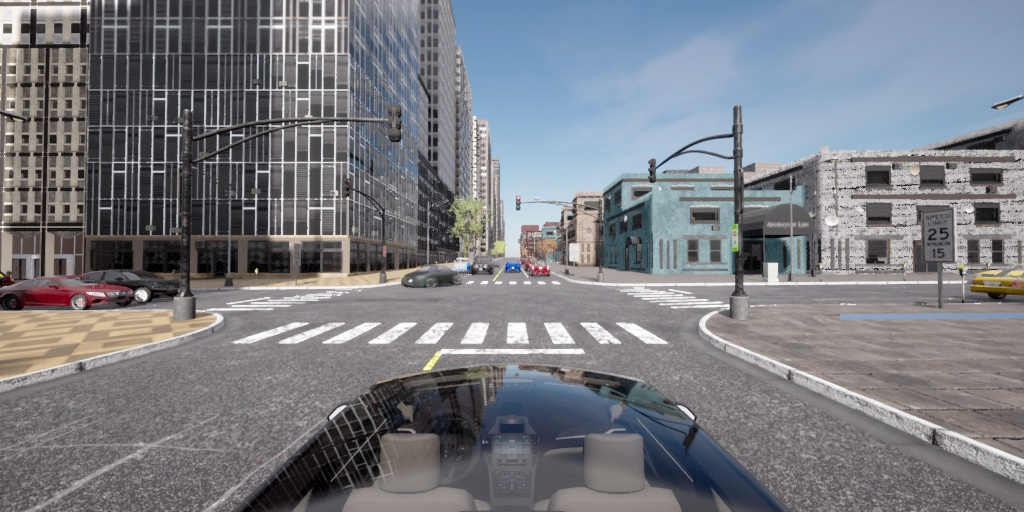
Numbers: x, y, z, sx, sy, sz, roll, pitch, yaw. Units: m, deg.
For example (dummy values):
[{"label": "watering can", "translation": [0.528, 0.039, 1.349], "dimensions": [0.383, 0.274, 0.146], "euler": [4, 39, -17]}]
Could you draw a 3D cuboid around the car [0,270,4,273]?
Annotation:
[{"label": "car", "translation": [-23.098, 1.325, 14.125], "dimensions": [4.097, 1.591, 1.967], "euler": [0, 0, 1]}]

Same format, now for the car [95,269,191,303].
[{"label": "car", "translation": [-17.888, 1.359, 16.681], "dimensions": [5.008, 1.535, 1.882], "euler": [-1, -1, 0]}]

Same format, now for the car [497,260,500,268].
[{"label": "car", "translation": [-3.053, 1.304, 60.392], "dimensions": [2.033, 1.411, 5.357], "euler": [0, 0, 0]}]

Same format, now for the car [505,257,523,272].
[{"label": "car", "translation": [0.114, 1.233, 45.479], "dimensions": [1.882, 1.535, 5.008], "euler": [0, 0, 0]}]

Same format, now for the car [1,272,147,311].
[{"label": "car", "translation": [-17.415, 1.413, 14.069], "dimensions": [4.207, 1.307, 1.802], "euler": [0, 0, 1]}]

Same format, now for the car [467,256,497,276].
[{"label": "car", "translation": [-3.088, 0.977, 38.228], "dimensions": [2.150, 2.045, 5.566], "euler": [0, 0, 0]}]

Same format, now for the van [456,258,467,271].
[{"label": "van", "translation": [-5.677, 1.096, 41.540], "dimensions": [1.690, 1.789, 3.998], "euler": [0, 0, 0]}]

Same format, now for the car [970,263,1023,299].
[{"label": "car", "translation": [20.694, 0.994, 13.691], "dimensions": [4.829, 1.417, 1.751], "euler": [0, 0, 1]}]

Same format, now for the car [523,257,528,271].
[{"label": "car", "translation": [2.706, 1.070, 47.250], "dimensions": [2.192, 1.841, 5.009], "euler": [0, 0, 0]}]

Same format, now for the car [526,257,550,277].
[{"label": "car", "translation": [2.702, 1.194, 35.902], "dimensions": [1.967, 1.591, 4.097], "euler": [0, 0, 0]}]

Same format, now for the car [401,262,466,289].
[{"label": "car", "translation": [-5.227, 1.326, 23.579], "dimensions": [1.994, 1.385, 4.181], "euler": [-1, 0, 28]}]
